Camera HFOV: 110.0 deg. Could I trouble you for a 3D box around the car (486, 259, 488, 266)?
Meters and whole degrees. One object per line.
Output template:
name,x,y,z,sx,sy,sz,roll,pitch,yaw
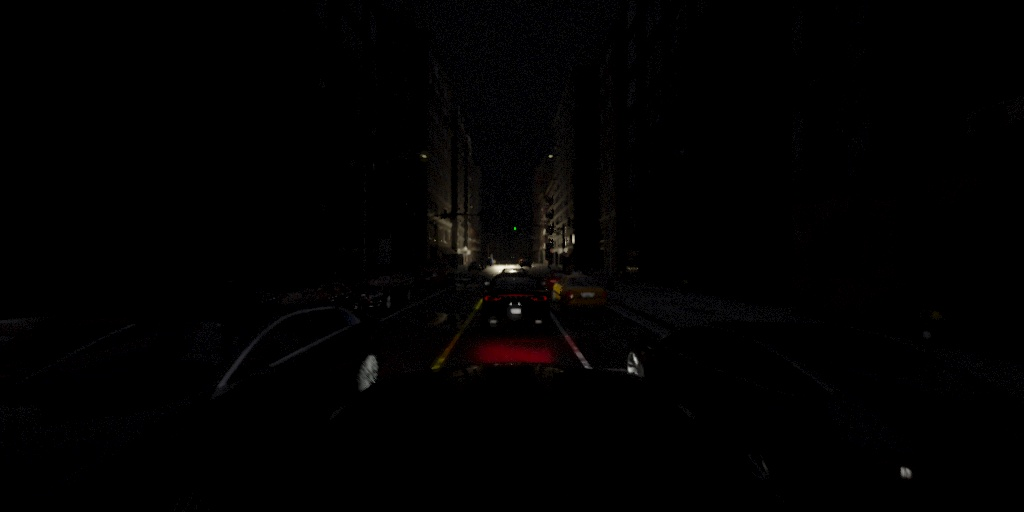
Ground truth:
car,-5.372,1.496,57.380,1.888,1.381,4.507,0,0,0

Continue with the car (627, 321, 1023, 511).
car,2.638,1.324,3.799,1.948,1.339,4.313,0,0,0

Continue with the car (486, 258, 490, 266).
car,-5.370,1.495,62.663,1.751,1.417,4.829,0,0,0

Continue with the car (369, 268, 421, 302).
car,-5.384,1.349,14.637,2.007,1.370,4.403,0,0,0

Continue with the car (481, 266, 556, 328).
car,0.104,1.266,11.629,1.882,1.535,5.008,0,0,0

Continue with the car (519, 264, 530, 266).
car,0.109,1.433,23.746,1.895,1.301,4.718,0,0,0

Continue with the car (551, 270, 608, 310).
car,2.641,1.325,14.795,1.751,1.417,4.829,0,0,0

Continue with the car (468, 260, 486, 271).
car,-5.373,1.483,51.925,2.007,1.370,4.403,0,0,0

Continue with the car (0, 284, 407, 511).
car,-2.848,1.248,3.507,2.128,1.511,4.902,0,0,0

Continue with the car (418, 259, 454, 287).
car,-5.381,1.153,25.462,2.192,1.841,5.009,0,0,0

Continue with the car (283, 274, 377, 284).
car,-5.386,1.329,9.224,2.007,1.370,4.403,0,0,0
